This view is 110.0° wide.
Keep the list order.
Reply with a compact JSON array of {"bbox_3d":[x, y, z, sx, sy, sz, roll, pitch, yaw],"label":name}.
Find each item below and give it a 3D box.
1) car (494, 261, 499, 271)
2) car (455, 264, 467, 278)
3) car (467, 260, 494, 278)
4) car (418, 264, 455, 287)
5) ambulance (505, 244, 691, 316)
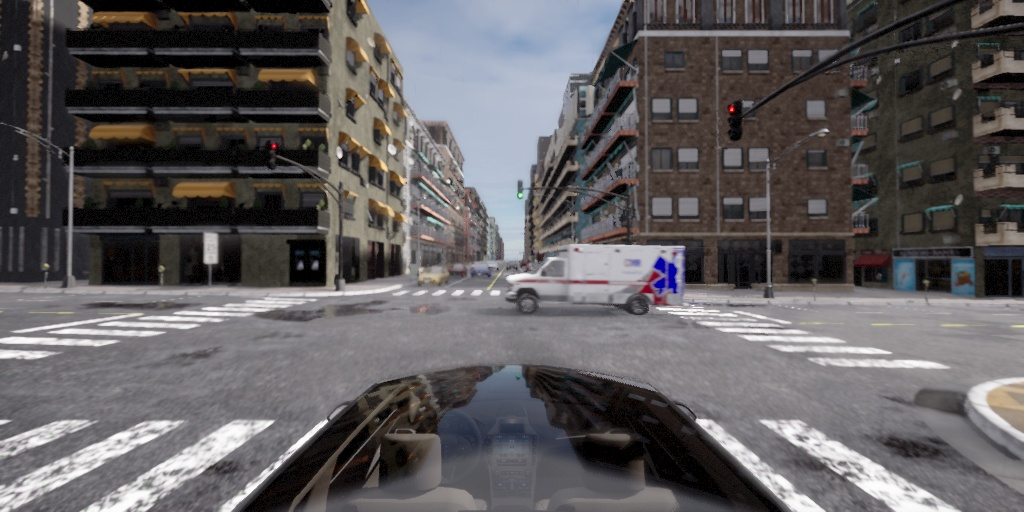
[{"bbox_3d":[-3.046,1.564,55.642,1.812,1.442,4.674,0,0,0],"label":"car"},{"bbox_3d":[-5.692,1.486,37.637,1.888,1.381,4.507,0,0,0],"label":"car"},{"bbox_3d":[-3.089,1.460,36.448,1.812,1.442,4.674,0,0,0],"label":"car"},{"bbox_3d":[-5.691,1.407,26.420,1.751,1.417,4.829,0,0,0],"label":"car"},{"bbox_3d":[2.958,0.833,13.298,6.366,2.431,2.351,1,0,0],"label":"ambulance"}]
